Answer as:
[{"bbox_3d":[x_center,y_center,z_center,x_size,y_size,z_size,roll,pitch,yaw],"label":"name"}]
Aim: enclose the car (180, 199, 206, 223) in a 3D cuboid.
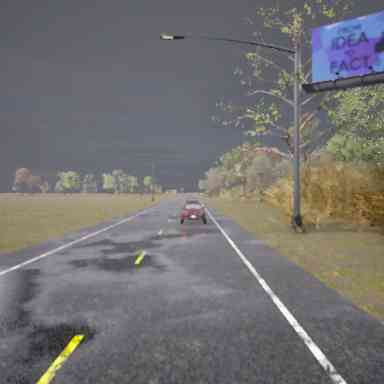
[{"bbox_3d":[0.096,1.520,25.208,1.812,1.442,4.674,0,0,0],"label":"car"}]
